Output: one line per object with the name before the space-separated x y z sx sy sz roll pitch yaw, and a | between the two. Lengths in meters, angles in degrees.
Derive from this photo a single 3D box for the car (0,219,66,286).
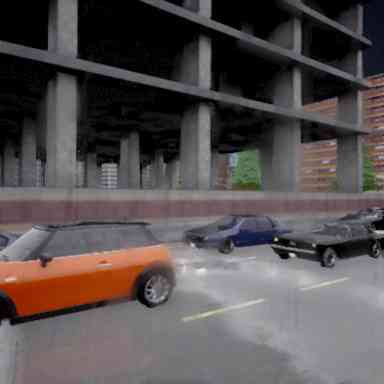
car | -6.157 1.543 8.203 5.357 1.411 2.033 1 0 -35

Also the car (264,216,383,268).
car | 4.999 1.721 11.852 4.718 1.301 1.895 1 0 -35

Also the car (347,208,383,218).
car | 10.871 1.719 20.322 4.902 1.511 2.128 1 0 -35

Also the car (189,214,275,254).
car | 2.178 1.656 14.140 5.357 1.411 2.033 1 0 -35

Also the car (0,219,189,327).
car | -2.584 1.368 6.447 4.553 1.767 2.097 1 0 -35
